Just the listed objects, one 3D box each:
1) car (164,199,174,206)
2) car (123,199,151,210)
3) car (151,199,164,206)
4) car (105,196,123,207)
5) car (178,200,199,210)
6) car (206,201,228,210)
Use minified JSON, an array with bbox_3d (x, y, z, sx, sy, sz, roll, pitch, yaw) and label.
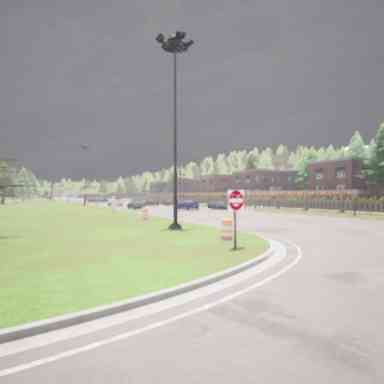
[{"bbox_3d":[-4.896,2.141,68.755,2.033,1.411,5.357,0,-1,-24],"label":"car"},{"bbox_3d":[-8.556,2.008,51.417,2.033,1.411,5.357,0,-1,-26],"label":"car"},{"bbox_3d":[-8.000,2.082,67.154,2.128,1.511,4.902,0,-1,-24],"label":"car"},{"bbox_3d":[-15.107,1.825,65.883,2.150,2.045,5.566,0,-1,-24],"label":"car"},{"bbox_3d":[-0.635,1.908,50.855,1.882,1.535,5.008,0,-1,-24],"label":"car"},{"bbox_3d":[3.783,1.968,49.580,1.994,1.385,4.181,0,-1,-24],"label":"car"}]
